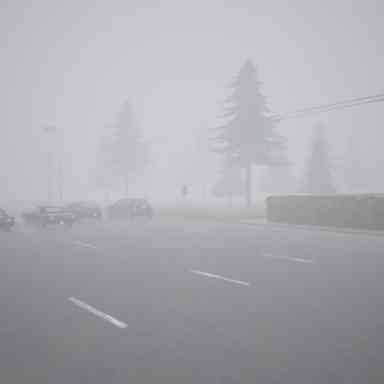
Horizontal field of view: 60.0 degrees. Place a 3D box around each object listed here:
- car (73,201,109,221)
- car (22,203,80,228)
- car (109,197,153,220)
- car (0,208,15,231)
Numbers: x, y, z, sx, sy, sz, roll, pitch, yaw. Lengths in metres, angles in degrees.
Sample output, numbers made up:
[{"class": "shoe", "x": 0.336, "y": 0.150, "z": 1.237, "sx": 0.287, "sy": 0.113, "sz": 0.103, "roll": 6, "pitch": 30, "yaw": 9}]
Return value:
[{"class": "car", "x": -8.704, "y": 1.464, "z": 25.906, "sx": 1.812, "sy": 1.442, "sz": 4.674, "roll": 0, "pitch": 0, "yaw": -45}, {"class": "car", "x": -9.399, "y": 1.553, "z": 21.631, "sx": 1.895, "sy": 1.301, "sz": 4.718, "roll": 0, "pitch": 0, "yaw": -44}, {"class": "car", "x": -5.236, "y": 1.281, "z": 27.384, "sx": 2.097, "sy": 1.767, "sz": 4.553, "roll": 0, "pitch": 0, "yaw": -44}, {"class": "car", "x": -11.901, "y": 1.563, "z": 19.184, "sx": 1.895, "sy": 1.301, "sz": 4.718, "roll": 0, "pitch": 0, "yaw": -44}]
